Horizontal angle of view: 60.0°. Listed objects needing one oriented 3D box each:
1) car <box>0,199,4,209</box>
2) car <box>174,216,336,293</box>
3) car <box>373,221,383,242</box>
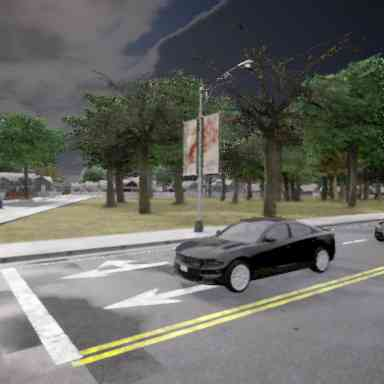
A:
[{"bbox_3d":[-23.108,1.257,38.067,1.812,1.442,4.674,1,0,-12],"label":"car"},{"bbox_3d":[1.850,1.447,8.980,5.008,1.535,1.882,0,0,-35],"label":"car"},{"bbox_3d":[9.886,1.493,14.685,4.181,1.385,1.994,0,0,-35],"label":"car"}]
